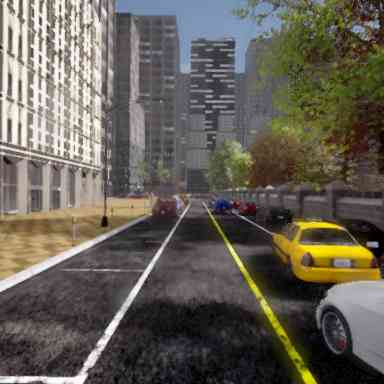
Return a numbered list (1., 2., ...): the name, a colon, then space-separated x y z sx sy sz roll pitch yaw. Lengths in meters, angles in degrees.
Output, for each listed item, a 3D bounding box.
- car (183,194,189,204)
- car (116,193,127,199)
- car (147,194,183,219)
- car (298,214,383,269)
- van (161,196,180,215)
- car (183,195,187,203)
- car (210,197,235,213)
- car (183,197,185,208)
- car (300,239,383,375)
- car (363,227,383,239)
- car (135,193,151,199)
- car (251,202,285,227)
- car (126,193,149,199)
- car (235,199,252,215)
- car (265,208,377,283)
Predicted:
1. car: -1.589 1.323 62.233 2.192 1.841 5.009 1 0 1
2. car: -18.939 1.036 91.853 4.097 1.590 1.967 1 -1 2
3. car: -2.268 1.310 28.995 2.192 1.841 5.009 0 0 1
4. car: 5.485 1.622 12.119 1.947 1.339 4.313 0 0 1
5. van: -2.179 1.339 34.536 1.690 1.788 3.998 1 0 1
6. car: -2.005 1.526 45.446 1.752 1.417 4.829 1 0 1
7. car: 3.403 1.526 37.390 1.882 1.535 5.008 1 -1 1
8. car: -2.092 1.581 40.076 1.802 1.307 4.206 1 0 1
9. car: 3.131 1.555 3.225 1.812 1.442 4.674 0 0 -12
10. car: 5.396 1.634 6.570 1.802 1.307 4.206 0 0 1
11. car: -13.417 1.151 91.653 4.097 1.590 1.967 1 -1 2
12. car: 5.663 1.629 23.217 1.947 1.339 4.313 0 0 1
13. car: -13.690 1.289 83.775 4.206 1.307 1.802 1 -1 2
14. car: 5.842 1.650 34.315 1.802 1.307 4.206 1 0 1
15. car: 3.455 1.493 9.651 1.801 1.575 5.366 1 0 6
